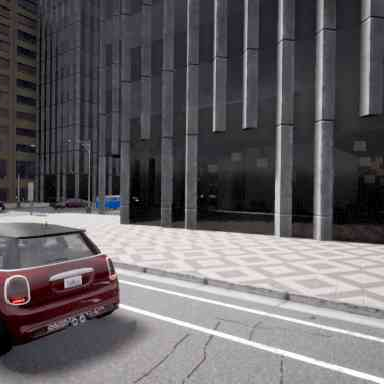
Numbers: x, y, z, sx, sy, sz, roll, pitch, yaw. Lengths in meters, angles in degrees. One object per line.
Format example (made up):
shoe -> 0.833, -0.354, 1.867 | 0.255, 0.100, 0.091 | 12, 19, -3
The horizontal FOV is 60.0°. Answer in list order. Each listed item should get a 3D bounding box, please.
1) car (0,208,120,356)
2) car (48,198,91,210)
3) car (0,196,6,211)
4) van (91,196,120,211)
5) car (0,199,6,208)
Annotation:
car -> -3.496, 1.349, 6.171 | 4.553, 1.767, 2.097 | 0, 0, 35
car -> -15.410, 1.460, 42.417 | 2.033, 1.411, 5.357 | 1, 1, 36
car -> -22.994, 1.323, 36.449 | 1.967, 1.590, 4.097 | 1, 1, 36
van -> -9.711, 1.339, 40.287 | 1.690, 1.788, 3.998 | 1, 1, 36
car -> -21.564, 1.277, 33.801 | 2.097, 1.767, 4.553 | 1, 1, 35
